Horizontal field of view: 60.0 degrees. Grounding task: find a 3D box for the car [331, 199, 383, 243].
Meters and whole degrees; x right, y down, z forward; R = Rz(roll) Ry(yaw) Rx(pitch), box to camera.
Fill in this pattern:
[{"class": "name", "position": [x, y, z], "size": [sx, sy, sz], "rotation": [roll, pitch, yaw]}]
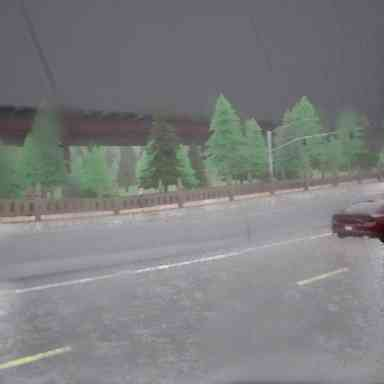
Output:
[{"class": "car", "position": [7.799, 1.033, 13.765], "size": [5.008, 1.535, 1.882], "rotation": [-4, 3, -36]}]
